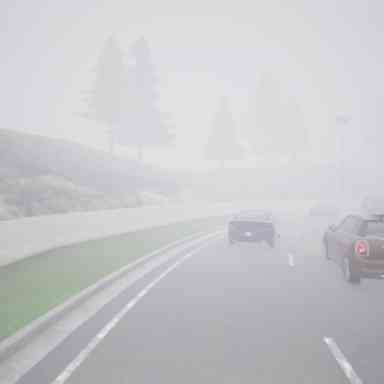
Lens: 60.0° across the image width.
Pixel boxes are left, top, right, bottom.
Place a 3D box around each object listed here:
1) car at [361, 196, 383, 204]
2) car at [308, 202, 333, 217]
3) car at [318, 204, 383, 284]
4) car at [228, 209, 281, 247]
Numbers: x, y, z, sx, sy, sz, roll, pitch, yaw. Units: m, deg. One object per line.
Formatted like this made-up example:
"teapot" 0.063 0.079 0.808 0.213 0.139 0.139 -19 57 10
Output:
"car" 17.892 1.376 31.549 5.566 2.045 2.150 0 0 -44
"car" 12.619 1.676 31.375 1.994 1.385 4.181 0 0 41
"car" 5.203 1.397 9.631 2.097 1.767 4.553 1 0 12
"car" 3.031 1.508 15.472 1.882 1.535 5.008 0 0 19
